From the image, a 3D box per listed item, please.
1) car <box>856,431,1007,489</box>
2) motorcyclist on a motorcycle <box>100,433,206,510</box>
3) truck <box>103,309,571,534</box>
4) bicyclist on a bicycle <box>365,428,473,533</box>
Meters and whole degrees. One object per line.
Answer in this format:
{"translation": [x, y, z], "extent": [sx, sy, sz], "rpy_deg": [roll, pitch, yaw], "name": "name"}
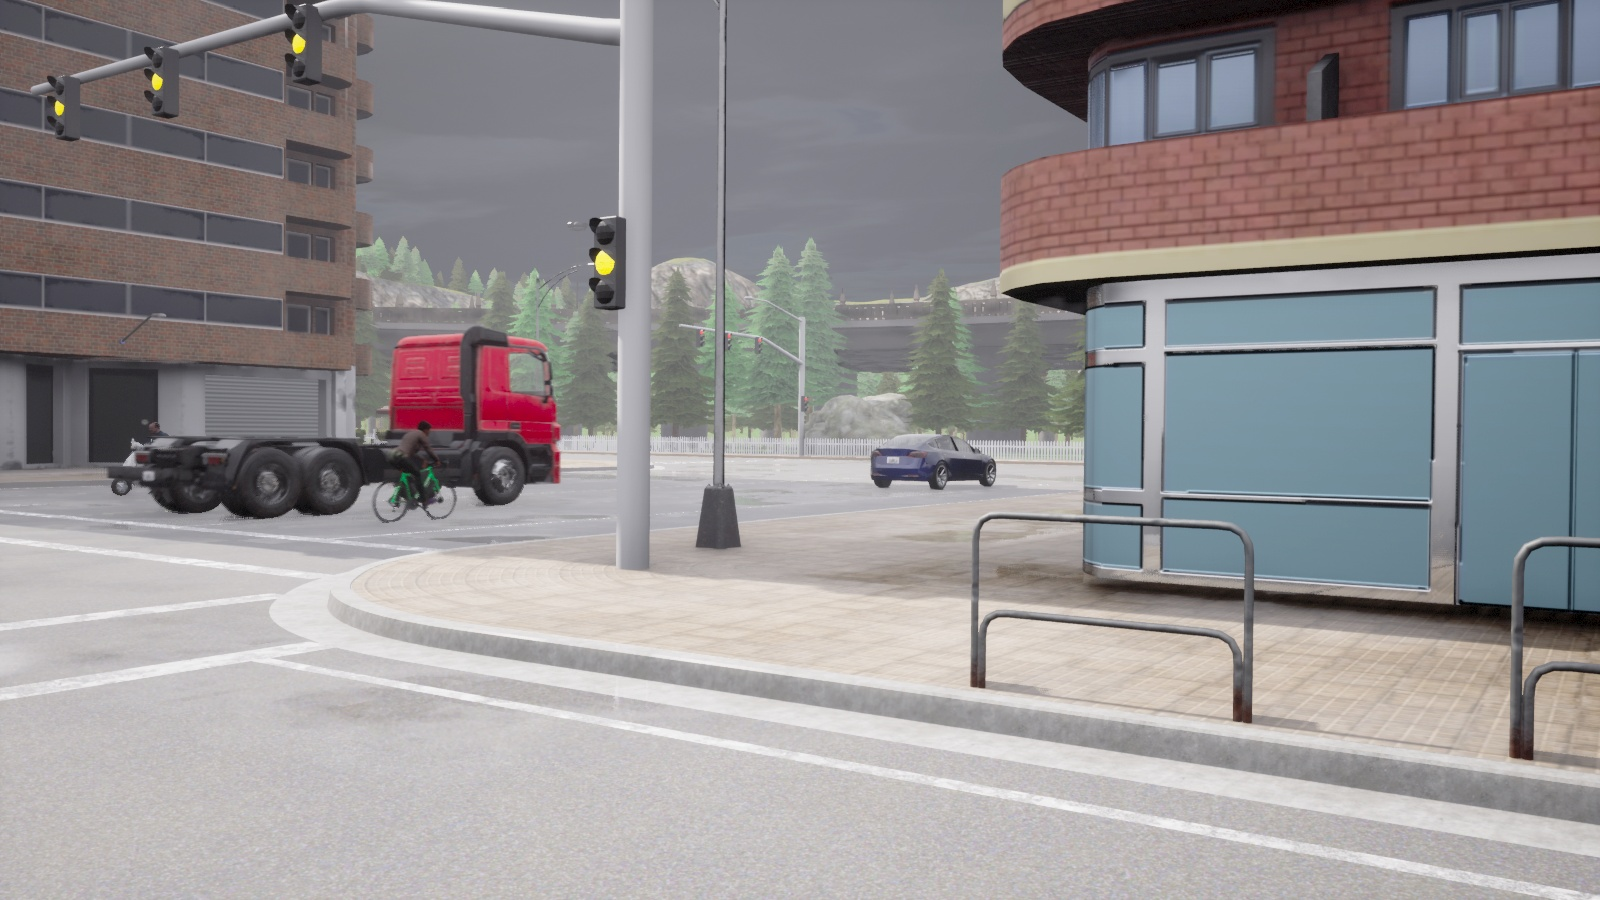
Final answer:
{"translation": [3.731, 0.222, 34.811], "extent": [2.163, 1.488, 4.792], "rpy_deg": [0, 1, 34], "name": "car"}
{"translation": [-14.009, 0.440, 27.231], "extent": [0.866, 1.590, 1.817], "rpy_deg": [0, 1, 34], "name": "motorcyclist on a motorcycle"}
{"translation": [-8.155, -0.496, 23.393], "extent": [2.891, 3.462, 7.936], "rpy_deg": [0, 1, 34], "name": "truck"}
{"translation": [-6.099, 0.464, 20.176], "extent": [0.582, 1.620, 1.656], "rpy_deg": [0, 1, 34], "name": "bicyclist on a bicycle"}
